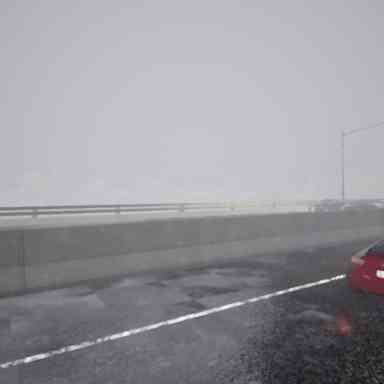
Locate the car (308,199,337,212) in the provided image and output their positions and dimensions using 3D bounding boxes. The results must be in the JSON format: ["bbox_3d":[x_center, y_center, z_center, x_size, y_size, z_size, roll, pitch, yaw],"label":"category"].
[{"bbox_3d":[14.419,1.499,35.367,4.902,1.511,2.128,0,0,-34],"label":"car"}]

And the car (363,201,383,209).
[{"bbox_3d":[17.664,1.556,29.112,5.357,1.411,2.033,0,0,-34],"label":"car"}]

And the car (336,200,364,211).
[{"bbox_3d":[16.492,1.572,32.543,4.181,1.385,1.994,0,0,-34],"label":"car"}]

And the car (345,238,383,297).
[{"bbox_3d":[5.376,1.565,7.555,4.181,1.385,1.994,0,0,-35],"label":"car"}]
